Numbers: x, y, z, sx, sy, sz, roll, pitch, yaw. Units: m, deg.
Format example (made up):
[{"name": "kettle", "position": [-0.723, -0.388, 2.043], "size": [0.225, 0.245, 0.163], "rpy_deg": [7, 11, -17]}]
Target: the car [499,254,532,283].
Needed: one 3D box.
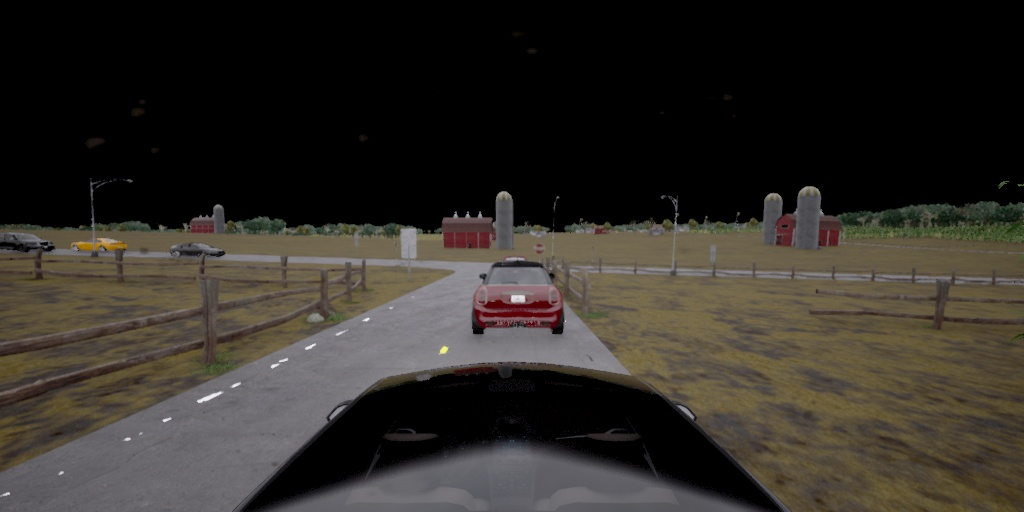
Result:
[{"name": "car", "position": [0.200, 0.693, 22.858], "size": [1.882, 1.535, 5.008], "rpy_deg": [0, 1, 0]}]

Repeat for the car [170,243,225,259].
[{"name": "car", "position": [-32.558, -0.592, 37.189], "size": [4.892, 1.490, 1.837], "rpy_deg": [2, 4, 1]}]

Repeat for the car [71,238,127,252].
[{"name": "car", "position": [-46.263, -1.257, 40.191], "size": [5.008, 1.535, 1.882], "rpy_deg": [2, 4, 1]}]

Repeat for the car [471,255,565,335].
[{"name": "car", "position": [0.144, 0.892, 9.881], "size": [2.097, 1.767, 4.553], "rpy_deg": [0, 1, 0]}]

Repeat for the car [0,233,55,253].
[{"name": "car", "position": [-51.495, -1.376, 37.460], "size": [5.566, 2.045, 2.150], "rpy_deg": [2, 4, 1]}]

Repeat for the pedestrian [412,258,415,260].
[{"name": "pedestrian", "position": [-11.778, -0.480, 42.922], "size": [0.375, 1.860, 0.375], "rpy_deg": [0, 2, 1]}]
